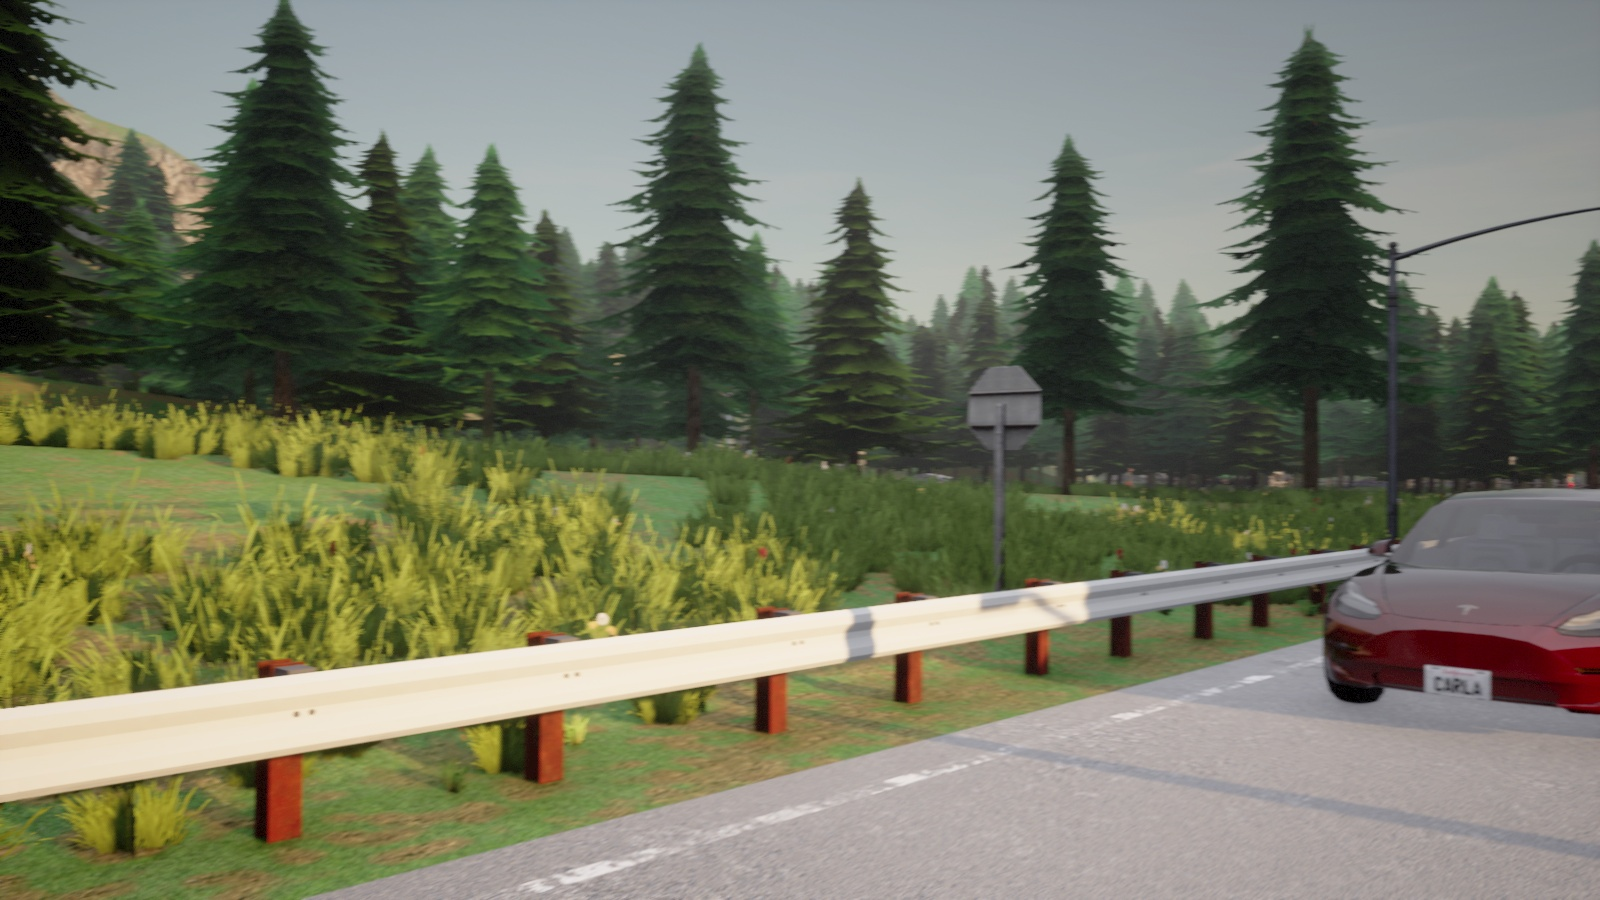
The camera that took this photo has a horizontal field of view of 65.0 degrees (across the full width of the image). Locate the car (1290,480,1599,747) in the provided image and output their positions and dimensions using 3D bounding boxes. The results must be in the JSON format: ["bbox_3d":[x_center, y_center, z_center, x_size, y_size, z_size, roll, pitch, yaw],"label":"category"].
[{"bbox_3d":[5.687,0.984,9.384,2.163,1.488,4.792,-1,-1,43],"label":"car"}]

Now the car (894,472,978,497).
[{"bbox_3d":[8.377,2.135,77.568,4.792,1.488,2.163,-1,-1,43],"label":"car"}]
